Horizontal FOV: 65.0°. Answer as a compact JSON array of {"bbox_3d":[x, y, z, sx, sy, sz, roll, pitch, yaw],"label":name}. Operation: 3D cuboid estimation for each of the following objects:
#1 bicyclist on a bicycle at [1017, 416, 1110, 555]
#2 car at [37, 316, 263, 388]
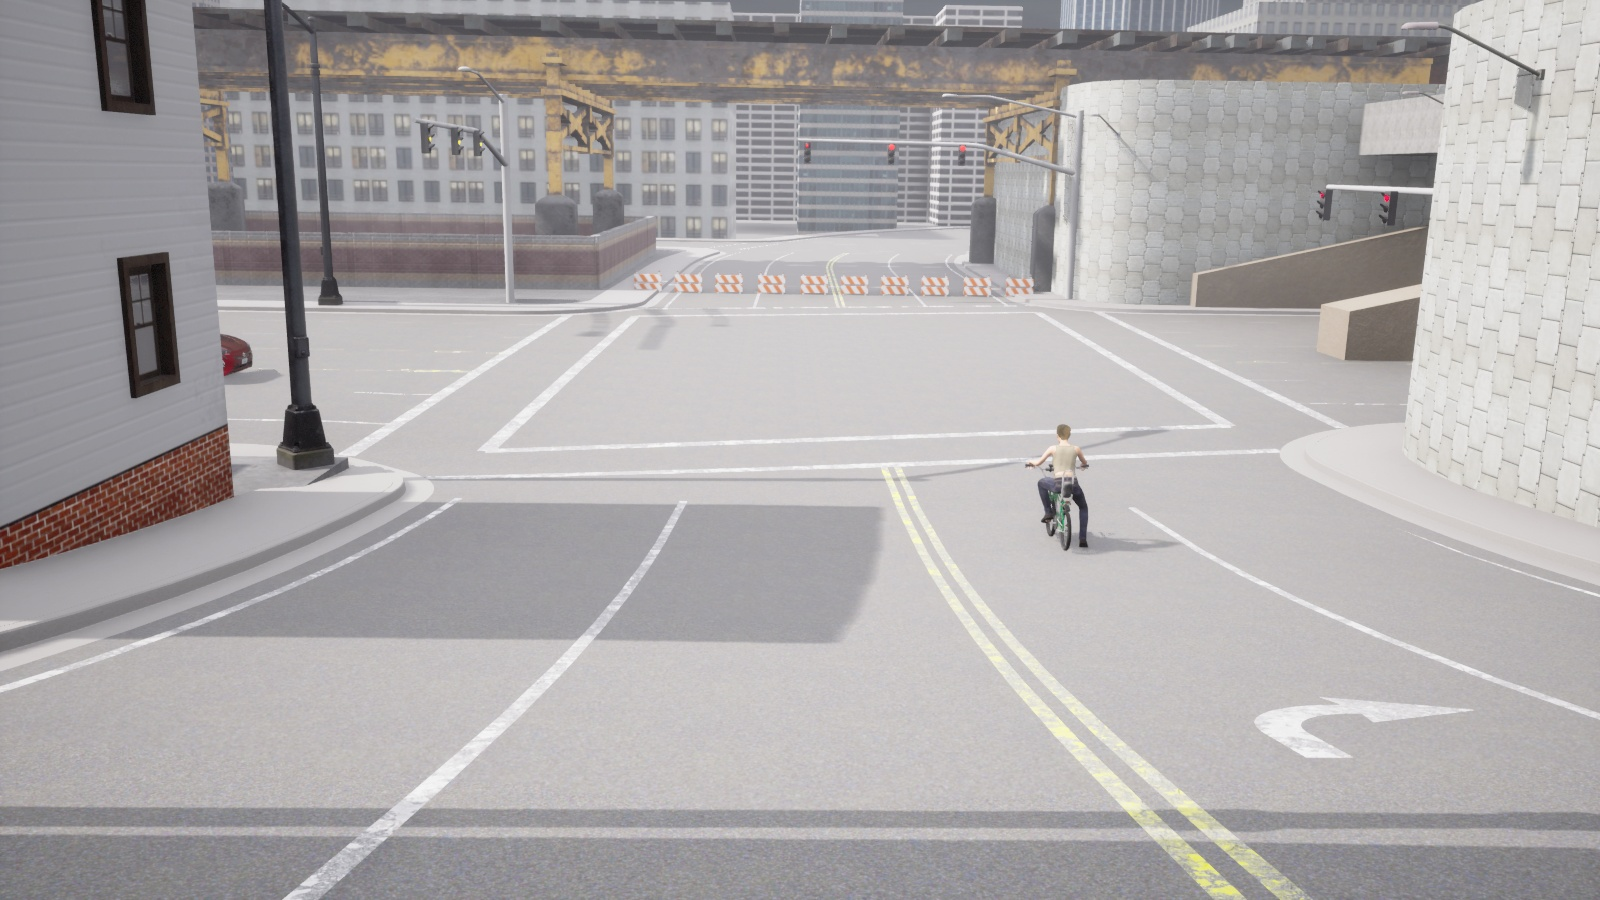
[{"bbox_3d":[3.451,0.432,16.596,0.866,1.612,1.509,0,7,0],"label":"bicyclist on a bicycle"},{"bbox_3d":[-16.285,-2.487,31.644,4.514,1.525,2.007,0,12,0],"label":"car"}]
